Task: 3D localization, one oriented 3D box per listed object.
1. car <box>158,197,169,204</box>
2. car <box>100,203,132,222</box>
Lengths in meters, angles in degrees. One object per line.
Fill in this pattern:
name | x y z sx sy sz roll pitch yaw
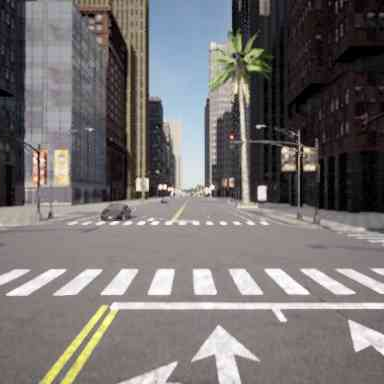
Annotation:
car | -6.422 2.076 78.859 2.033 1.411 5.357 0 0 0
car | -6.470 1.716 28.775 1.882 1.535 5.008 0 1 0
